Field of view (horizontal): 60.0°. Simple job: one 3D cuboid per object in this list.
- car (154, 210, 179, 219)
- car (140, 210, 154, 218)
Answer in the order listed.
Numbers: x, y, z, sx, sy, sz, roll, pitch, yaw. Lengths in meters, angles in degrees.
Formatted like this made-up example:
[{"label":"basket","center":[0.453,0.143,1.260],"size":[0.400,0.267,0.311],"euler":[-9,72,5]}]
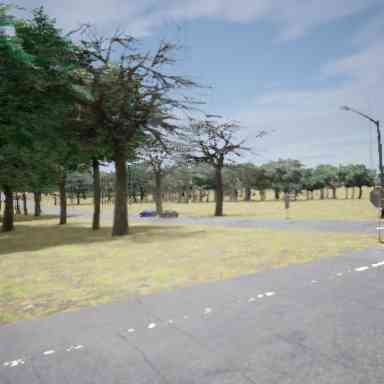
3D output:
[{"label":"car","center":[-4.293,3.965,60.145],"size":[1.882,1.535,5.008],"euler":[-2,-1,-34]},{"label":"car","center":[-8.787,4.294,66.651],"size":[1.882,1.535,5.008],"euler":[-2,-1,-34]}]
